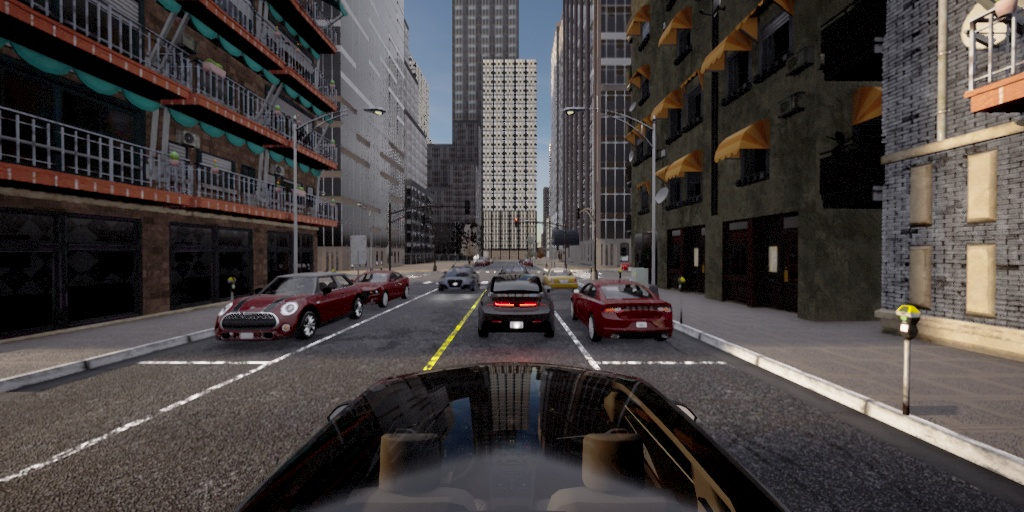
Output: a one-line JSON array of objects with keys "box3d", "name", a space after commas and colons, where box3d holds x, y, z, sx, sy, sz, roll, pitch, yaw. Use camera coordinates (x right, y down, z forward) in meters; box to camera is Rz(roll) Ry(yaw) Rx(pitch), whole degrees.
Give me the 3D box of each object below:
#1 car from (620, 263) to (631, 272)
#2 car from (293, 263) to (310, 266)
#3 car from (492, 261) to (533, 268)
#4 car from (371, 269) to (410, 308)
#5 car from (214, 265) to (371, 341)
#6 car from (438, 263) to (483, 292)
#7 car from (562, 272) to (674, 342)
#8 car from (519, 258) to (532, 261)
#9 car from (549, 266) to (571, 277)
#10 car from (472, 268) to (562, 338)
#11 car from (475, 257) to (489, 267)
[{"box3d": [14.291, 0.987, 39.842, 4.507, 1.381, 1.888, 0, 0, 0], "name": "car"}, {"box3d": [-23.806, 1.476, 39.550, 4.097, 1.591, 1.967, 0, 0, 0], "name": "car"}, {"box3d": [0.113, 1.230, 20.345, 2.128, 1.511, 4.902, 0, 0, 0], "name": "car"}, {"box3d": [-5.682, 1.286, 15.205, 1.888, 1.381, 4.507, 0, 0, 0], "name": "car"}, {"box3d": [-5.686, 1.185, 9.682, 1.967, 1.591, 4.097, 0, 0, 0], "name": "car"}, {"box3d": [-3.001, 1.303, 20.926, 1.994, 1.385, 4.181, 0, 0, 0], "name": "car"}, {"box3d": [2.695, 1.290, 9.661, 1.888, 1.381, 4.507, 0, 0, 0], "name": "car"}, {"box3d": [2.736, 1.156, 64.234, 1.967, 1.591, 4.097, 0, 0, 0], "name": "car"}, {"box3d": [2.703, 1.263, 20.878, 1.751, 1.417, 4.829, 0, 0, 0], "name": "car"}, {"box3d": [0.106, 1.249, 10.212, 1.837, 1.490, 4.892, 0, 0, 0], "name": "car"}, {"box3d": [-5.644, 1.261, 64.242, 1.888, 1.381, 4.507, 0, 0, 0], "name": "car"}]
